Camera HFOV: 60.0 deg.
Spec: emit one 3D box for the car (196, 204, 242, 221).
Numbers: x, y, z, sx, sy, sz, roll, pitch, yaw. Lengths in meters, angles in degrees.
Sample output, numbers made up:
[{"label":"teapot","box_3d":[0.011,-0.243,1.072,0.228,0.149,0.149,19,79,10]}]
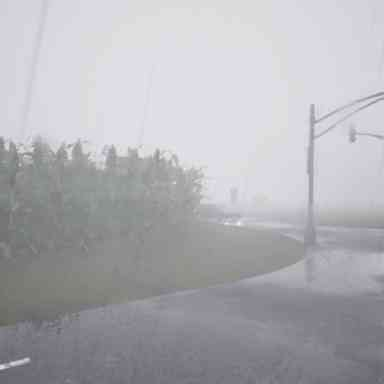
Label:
[{"label":"car","box_3d":[2.197,1.734,29.338,2.033,1.411,5.357,2,-1,-27]}]
